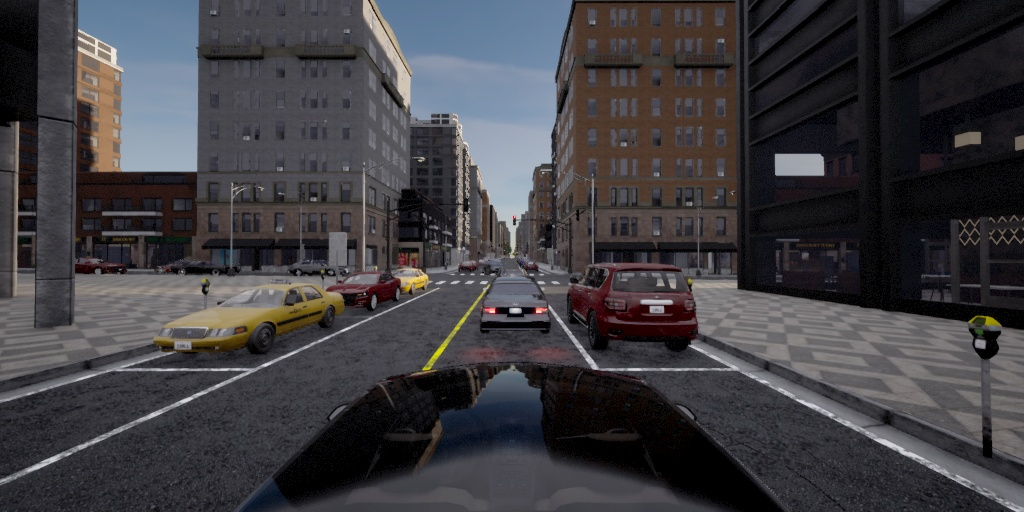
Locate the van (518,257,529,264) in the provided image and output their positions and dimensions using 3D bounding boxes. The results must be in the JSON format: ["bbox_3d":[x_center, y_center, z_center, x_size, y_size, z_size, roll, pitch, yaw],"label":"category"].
[{"bbox_3d":[2.494,1.108,64.274,1.690,1.789,3.998,0,0,0],"label":"van"}]

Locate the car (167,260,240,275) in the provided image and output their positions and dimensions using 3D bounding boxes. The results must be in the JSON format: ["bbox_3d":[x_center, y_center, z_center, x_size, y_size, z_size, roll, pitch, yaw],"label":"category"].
[{"bbox_3d":[-26.740,1.112,31.403,4.718,1.301,1.895,1,-1,0],"label":"car"}]

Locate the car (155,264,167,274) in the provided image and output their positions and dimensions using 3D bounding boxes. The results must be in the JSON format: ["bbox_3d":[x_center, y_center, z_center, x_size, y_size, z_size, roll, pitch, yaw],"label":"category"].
[{"bbox_3d":[-31.715,1.063,34.618,4.181,1.385,1.994,1,-1,0],"label":"car"}]

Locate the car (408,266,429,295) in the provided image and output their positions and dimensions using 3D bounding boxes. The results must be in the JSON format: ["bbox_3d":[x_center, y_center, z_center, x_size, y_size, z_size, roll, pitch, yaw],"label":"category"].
[{"bbox_3d":[-5.908,1.279,20.050,1.751,1.417,4.829,0,0,0],"label":"car"}]

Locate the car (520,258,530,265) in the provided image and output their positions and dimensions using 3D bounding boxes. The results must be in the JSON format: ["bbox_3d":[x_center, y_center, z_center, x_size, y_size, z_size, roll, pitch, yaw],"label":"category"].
[{"bbox_3d":[2.526,1.344,52.927,1.802,1.307,4.207,0,0,0],"label":"car"}]

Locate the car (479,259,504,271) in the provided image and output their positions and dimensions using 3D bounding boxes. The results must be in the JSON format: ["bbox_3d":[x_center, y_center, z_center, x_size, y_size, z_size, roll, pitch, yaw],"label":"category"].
[{"bbox_3d":[-1.963,1.329,39.510,1.994,1.385,4.181,0,0,-18],"label":"car"}]

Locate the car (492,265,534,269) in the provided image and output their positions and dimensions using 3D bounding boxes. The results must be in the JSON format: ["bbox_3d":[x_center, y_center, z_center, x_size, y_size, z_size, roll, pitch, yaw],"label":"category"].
[{"bbox_3d":[0.018,1.355,20.444,1.895,1.301,4.718,0,0,0],"label":"car"}]

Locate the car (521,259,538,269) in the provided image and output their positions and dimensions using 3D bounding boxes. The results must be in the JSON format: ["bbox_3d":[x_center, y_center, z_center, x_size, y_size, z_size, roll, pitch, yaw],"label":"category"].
[{"bbox_3d":[2.542,1.343,47.254,1.802,1.307,4.207,0,0,0],"label":"car"}]

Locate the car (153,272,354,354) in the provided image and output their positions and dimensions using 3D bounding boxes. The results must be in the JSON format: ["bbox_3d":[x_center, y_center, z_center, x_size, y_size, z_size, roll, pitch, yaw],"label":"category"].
[{"bbox_3d":[-5.876,1.277,8.801,1.751,1.417,4.829,0,0,0],"label":"car"}]

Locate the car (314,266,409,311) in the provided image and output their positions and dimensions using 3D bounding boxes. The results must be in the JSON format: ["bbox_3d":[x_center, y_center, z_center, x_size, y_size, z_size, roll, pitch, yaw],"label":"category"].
[{"bbox_3d":[-5.893,1.298,14.595,1.888,1.381,4.507,0,0,0],"label":"car"}]

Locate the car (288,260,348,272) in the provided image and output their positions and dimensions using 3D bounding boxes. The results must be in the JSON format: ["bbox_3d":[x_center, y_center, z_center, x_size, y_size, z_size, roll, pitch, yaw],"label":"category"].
[{"bbox_3d":[-16.843,1.092,31.371,4.902,1.511,2.128,1,-1,0],"label":"car"}]

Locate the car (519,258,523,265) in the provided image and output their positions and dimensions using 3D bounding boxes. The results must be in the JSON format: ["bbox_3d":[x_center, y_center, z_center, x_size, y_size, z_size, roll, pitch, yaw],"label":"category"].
[{"bbox_3d":[2.510,1.347,58.601,1.802,1.307,4.207,0,0,0],"label":"car"}]

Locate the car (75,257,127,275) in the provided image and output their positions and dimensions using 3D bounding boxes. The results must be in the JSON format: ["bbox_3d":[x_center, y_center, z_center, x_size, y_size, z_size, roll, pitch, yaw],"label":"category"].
[{"bbox_3d":[-36.835,0.897,31.446,5.008,1.535,1.882,1,-1,0],"label":"car"}]

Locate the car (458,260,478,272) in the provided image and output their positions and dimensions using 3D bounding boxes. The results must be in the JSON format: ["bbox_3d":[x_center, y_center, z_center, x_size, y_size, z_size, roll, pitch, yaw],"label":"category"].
[{"bbox_3d":[-5.985,1.306,47.239,1.888,1.381,4.507,0,0,0],"label":"car"}]

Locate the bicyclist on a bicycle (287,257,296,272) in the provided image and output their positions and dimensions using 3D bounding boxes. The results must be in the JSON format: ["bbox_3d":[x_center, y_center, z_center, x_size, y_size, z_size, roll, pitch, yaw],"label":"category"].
[{"bbox_3d":[-23.113,0.909,37.632,0.582,1.620,1.656,0,0,0],"label":"bicyclist on a bicycle"}]

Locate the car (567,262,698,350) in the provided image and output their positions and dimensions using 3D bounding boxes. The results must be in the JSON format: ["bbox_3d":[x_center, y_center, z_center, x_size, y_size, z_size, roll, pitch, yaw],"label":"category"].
[{"bbox_3d":[2.649,1.066,8.986,2.192,1.841,5.009,0,0,0],"label":"car"}]

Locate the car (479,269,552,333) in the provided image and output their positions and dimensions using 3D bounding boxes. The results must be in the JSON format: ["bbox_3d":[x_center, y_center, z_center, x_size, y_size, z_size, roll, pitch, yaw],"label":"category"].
[{"bbox_3d":[0.067,1.300,10.717,2.033,1.411,5.357,0,0,0],"label":"car"}]
